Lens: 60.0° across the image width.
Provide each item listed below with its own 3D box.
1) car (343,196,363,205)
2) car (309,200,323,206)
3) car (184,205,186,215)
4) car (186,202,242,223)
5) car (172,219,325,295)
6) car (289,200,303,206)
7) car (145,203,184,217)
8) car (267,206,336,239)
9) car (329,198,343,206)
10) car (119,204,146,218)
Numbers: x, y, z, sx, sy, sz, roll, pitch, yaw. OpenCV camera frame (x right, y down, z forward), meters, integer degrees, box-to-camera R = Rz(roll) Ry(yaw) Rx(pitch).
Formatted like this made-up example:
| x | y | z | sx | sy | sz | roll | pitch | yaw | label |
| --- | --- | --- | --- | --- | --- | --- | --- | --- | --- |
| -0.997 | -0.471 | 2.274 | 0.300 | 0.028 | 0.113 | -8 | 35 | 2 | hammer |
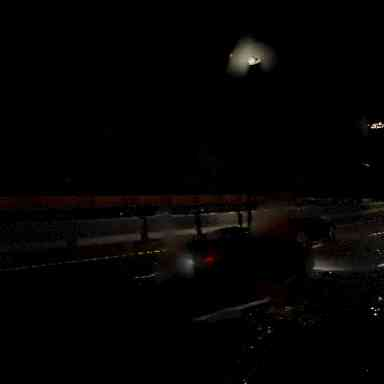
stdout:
| x | y | z | sx | sy | sz | roll | pitch | yaw | label |
| --- | --- | --- | --- | --- | --- | --- | --- | --- | --- |
| 28.603 | 1.718 | 58.529 | 2.150 | 2.045 | 5.566 | -1 | 0 | 33 | car |
| 24.076 | 2.161 | 64.440 | 1.994 | 1.385 | 4.181 | -1 | -1 | 33 | car |
| 1.905 | 1.752 | 32.688 | 4.553 | 1.767 | 2.097 | 0 | -1 | -43 | car |
| 2.205 | 1.821 | 28.242 | 5.008 | 1.535 | 1.882 | 0 | -1 | -42 | car |
| 1.517 | 1.672 | 9.158 | 4.181 | 1.385 | 1.994 | 0 | -1 | -38 | car |
| 20.388 | 2.205 | 65.156 | 1.994 | 1.385 | 4.181 | -1 | -1 | 33 | car |
| -1.737 | 1.998 | 34.047 | 5.357 | 1.411 | 2.033 | 0 | -1 | -42 | car |
| 5.377 | 1.674 | 16.624 | 4.892 | 1.490 | 1.837 | 0 | 0 | -41 | car |
| 27.758 | 1.916 | 63.730 | 2.097 | 1.767 | 4.553 | -1 | -1 | 33 | car |
| -5.383 | 1.993 | 35.539 | 4.902 | 1.511 | 2.128 | 0 | -1 | -41 | car |
